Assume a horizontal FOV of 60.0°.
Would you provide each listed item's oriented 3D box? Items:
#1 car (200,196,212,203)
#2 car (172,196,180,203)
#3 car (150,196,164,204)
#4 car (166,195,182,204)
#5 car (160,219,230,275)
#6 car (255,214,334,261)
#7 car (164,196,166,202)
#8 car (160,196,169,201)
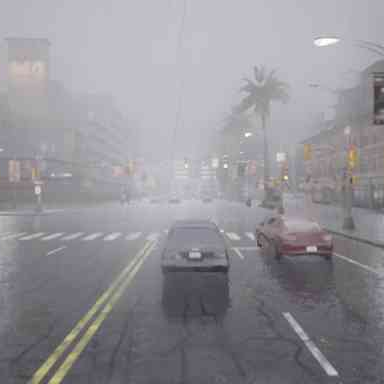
[{"bbox_3d":[3.381,1.626,75.492,1.812,1.442,4.674,0,0,0],"label":"car"},{"bbox_3d":[-3.620,1.628,76.066,1.812,1.442,4.674,0,0,0],"label":"car"},{"bbox_3d":[-7.105,1.616,66.357,1.812,1.442,4.674,0,0,0],"label":"car"},{"bbox_3d":[-3.606,1.568,66.870,1.882,1.535,5.008,0,0,0],"label":"car"},{"bbox_3d":[0.077,1.562,10.452,2.033,1.411,5.357,0,0,0],"label":"car"},{"bbox_3d":[3.574,1.542,12.226,1.812,1.442,4.674,0,0,0],"label":"car"},{"bbox_3d":[-7.120,1.581,75.476,1.882,1.535,5.008,0,0,0],"label":"car"},{"bbox_3d":[-7.139,1.712,85.777,1.895,1.301,4.718,0,0,0],"label":"car"}]
